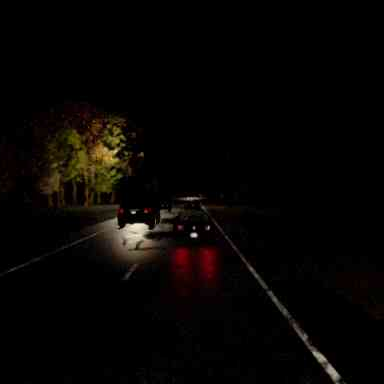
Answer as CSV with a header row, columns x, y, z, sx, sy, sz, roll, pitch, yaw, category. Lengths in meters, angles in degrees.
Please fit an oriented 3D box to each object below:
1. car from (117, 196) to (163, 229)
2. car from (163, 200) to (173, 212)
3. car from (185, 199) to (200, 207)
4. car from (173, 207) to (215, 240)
x,y,z,sx,sy,sz,roll,pitch,yaw,category
-3.405,1.280,22.076,2.150,2.045,5.566,0,0,0,car
-3.421,1.645,40.989,2.033,1.411,5.357,0,0,0,car
0.077,1.667,44.878,1.994,1.385,4.181,0,0,0,car
0.093,1.644,17.161,1.895,1.301,4.718,0,0,0,car
